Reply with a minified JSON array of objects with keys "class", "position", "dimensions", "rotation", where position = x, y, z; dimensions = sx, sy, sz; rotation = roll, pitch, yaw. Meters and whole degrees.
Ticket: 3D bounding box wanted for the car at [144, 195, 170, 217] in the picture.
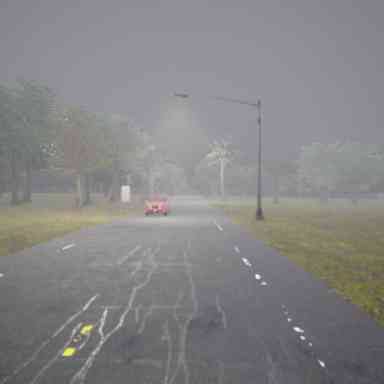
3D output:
[{"class":"car","position":[-3.450,1.346,33.900],"dimensions":[2.150,2.045,5.566],"rotation":[0,0,0]}]
